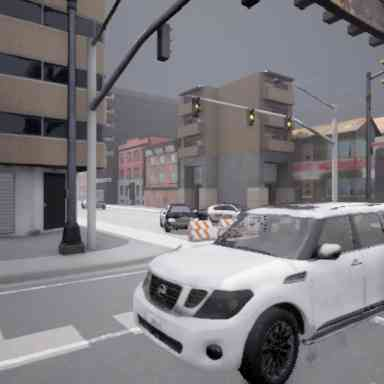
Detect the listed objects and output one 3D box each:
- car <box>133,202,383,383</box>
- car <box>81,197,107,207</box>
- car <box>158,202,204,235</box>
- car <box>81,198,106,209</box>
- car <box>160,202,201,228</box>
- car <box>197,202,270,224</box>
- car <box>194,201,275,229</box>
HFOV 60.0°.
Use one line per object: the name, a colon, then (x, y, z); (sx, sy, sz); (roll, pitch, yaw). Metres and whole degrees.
car: (1.835, 1.225, 5.624); (5.566, 2.045, 2.150); (0, -1, -34)
car: (-12.941, 1.309, 43.683); (1.853, 1.218, 4.536); (0, 0, -36)
car: (-0.814, 1.463, 19.995); (2.038, 1.542, 4.974); (0, 0, -11)
car: (-12.910, 1.467, 43.641); (2.038, 1.542, 4.974); (0, 0, -36)
car: (-0.823, 1.305, 20.046); (1.853, 1.218, 4.536); (0, 0, -11)
car: (2.717, 1.309, 22.177); (4.536, 1.218, 1.853); (0, 0, 34)
car: (2.759, 1.466, 22.148); (4.974, 1.542, 2.038); (0, 0, 34)
